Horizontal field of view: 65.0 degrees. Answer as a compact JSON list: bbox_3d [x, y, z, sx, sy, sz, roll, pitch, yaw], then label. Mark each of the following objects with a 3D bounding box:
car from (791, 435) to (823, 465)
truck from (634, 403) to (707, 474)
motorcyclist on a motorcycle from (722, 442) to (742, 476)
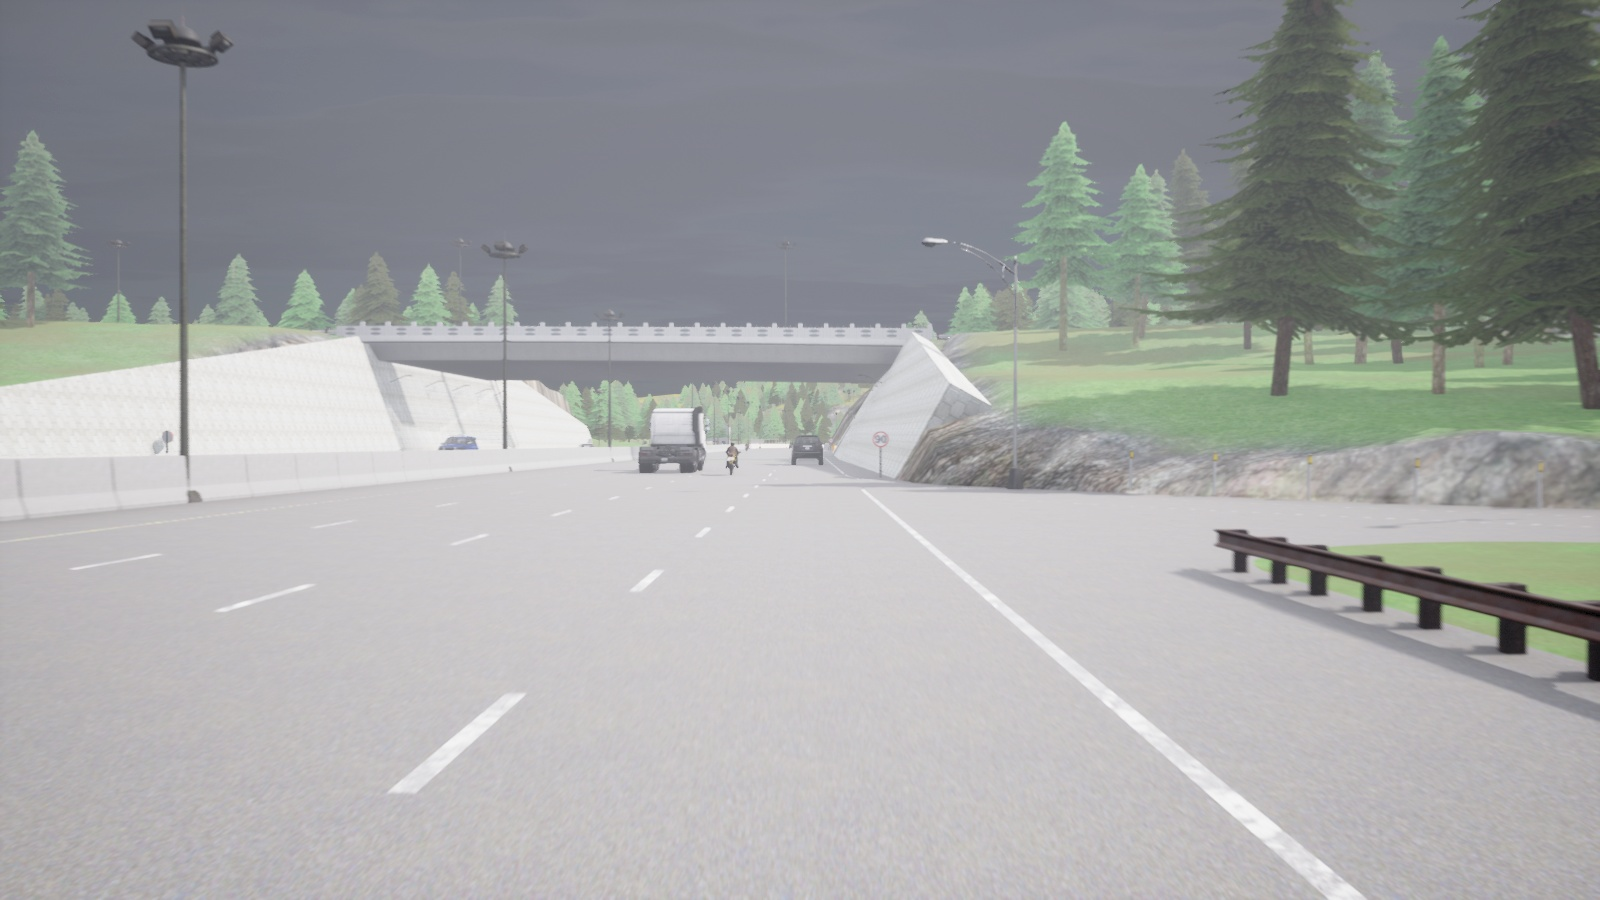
[{"bbox_3d":[0.510,-0.020,86.921,2.150,2.045,5.566,0,0,0],"label":"car"},{"bbox_3d":[-6.613,-0.605,65.174,2.891,3.462,7.936,0,0,0],"label":"truck"},{"bbox_3d":[-3.154,0.400,58.228,0.797,1.523,2.044,0,0,0],"label":"motorcyclist on a motorcycle"}]
